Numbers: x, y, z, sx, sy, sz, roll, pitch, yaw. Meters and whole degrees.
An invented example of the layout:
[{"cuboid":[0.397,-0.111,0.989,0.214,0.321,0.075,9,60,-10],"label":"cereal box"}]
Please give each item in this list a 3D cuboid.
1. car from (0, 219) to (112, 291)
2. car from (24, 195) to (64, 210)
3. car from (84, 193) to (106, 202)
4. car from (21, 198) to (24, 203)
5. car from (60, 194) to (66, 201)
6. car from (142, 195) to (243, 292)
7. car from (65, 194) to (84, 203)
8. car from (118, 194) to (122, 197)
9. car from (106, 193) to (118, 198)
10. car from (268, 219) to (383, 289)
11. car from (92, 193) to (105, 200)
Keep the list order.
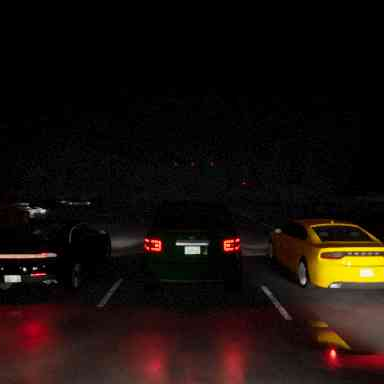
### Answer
[{"cuboid":[-3.519,1.483,8.945,2.128,1.511,4.902,0,0,0],"label":"car"},{"cuboid":[-18.228,1.405,41.351,2.033,1.411,5.357,0,0,-1],"label":"car"},{"cuboid":[-18.541,1.298,63.764,1.994,1.385,4.181,0,0,0],"label":"car"},{"cuboid":[-28.976,1.317,59.829,1.994,1.385,4.181,0,0,0],"label":"car"},{"cuboid":[-29.220,1.145,75.932,1.882,1.535,5.008,0,0,-1],"label":"car"},{"cuboid":[-0.011,1.213,9.089,2.150,2.045,5.566,0,0,0],"label":"car"},{"cuboid":[-22.023,1.295,63.746,1.994,1.385,4.181,0,0,-1],"label":"car"},{"cuboid":[-18.900,1.166,83.576,2.033,1.411,5.357,0,0,-1],"label":"car"},{"cuboid":[-18.688,1.033,74.173,2.097,1.767,4.553,0,0,-1],"label":"car"},{"cuboid":[3.477,1.469,9.143,1.882,1.535,5.008,0,0,0],"label":"car"},{"cuboid":[-22.279,1.127,79.412,1.882,1.535,5.008,0,0,-1],"label":"car"}]
